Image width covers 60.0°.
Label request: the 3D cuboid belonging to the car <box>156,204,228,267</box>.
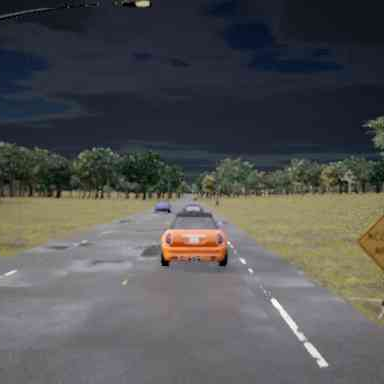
[{"bbox_3d":[0.075,1.482,12.122,2.097,1.767,4.553,0,0,0],"label":"car"}]

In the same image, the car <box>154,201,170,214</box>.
[{"bbox_3d":[-3.614,1.905,42.120,1.882,1.535,5.008,0,-1,0],"label":"car"}]

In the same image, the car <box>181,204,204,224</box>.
[{"bbox_3d":[0.072,1.824,28.884,1.812,1.442,4.674,0,0,0],"label":"car"}]

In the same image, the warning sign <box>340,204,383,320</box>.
[{"bbox_3d":[3.564,1.181,5.984,1.300,1.860,1.060,1,1,0],"label":"warning sign"}]
